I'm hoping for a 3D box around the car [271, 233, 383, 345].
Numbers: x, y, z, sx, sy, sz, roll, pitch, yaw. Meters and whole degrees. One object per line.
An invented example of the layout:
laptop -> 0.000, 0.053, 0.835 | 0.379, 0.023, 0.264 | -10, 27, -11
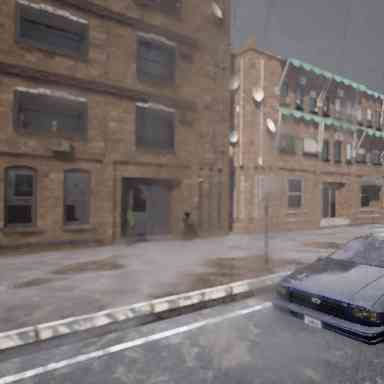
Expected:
car -> 3.972, 1.556, 6.512 | 5.357, 1.411, 2.033 | 0, 0, -35
